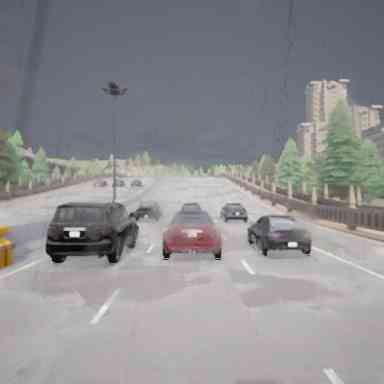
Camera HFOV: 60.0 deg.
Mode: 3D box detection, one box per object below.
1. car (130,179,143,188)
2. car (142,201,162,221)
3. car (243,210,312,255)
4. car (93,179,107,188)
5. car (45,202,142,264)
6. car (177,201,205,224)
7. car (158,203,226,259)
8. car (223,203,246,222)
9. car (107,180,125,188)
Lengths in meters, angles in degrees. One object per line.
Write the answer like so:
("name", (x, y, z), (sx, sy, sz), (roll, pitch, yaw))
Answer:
("car", (-10.800, -1.653, 64.732), (1.837, 1.490, 4.892), (0, 6, 0))
("car", (-3.570, 1.539, 28.371), (1.837, 1.490, 4.892), (0, 3, 0))
("car", (3.511, 1.679, 13.878), (1.812, 1.442, 4.674), (0, 0, 0))
("car", (-17.791, -1.645, 64.694), (2.128, 1.511, 4.902), (0, 6, 0))
("car", (-3.496, 1.365, 12.595), (2.150, 2.045, 5.566), (0, 0, 0))
("car", (-0.073, 1.611, 27.438), (2.033, 1.411, 5.357), (0, 2, 0))
("car", (0.009, 1.500, 13.411), (2.097, 1.767, 4.553), (0, -1, 0))
("car", (3.427, 1.611, 27.465), (2.033, 1.411, 5.357), (0, 2, 0))
("car", (-14.290, -1.611, 64.719), (2.033, 1.411, 5.357), (0, 6, 0))
